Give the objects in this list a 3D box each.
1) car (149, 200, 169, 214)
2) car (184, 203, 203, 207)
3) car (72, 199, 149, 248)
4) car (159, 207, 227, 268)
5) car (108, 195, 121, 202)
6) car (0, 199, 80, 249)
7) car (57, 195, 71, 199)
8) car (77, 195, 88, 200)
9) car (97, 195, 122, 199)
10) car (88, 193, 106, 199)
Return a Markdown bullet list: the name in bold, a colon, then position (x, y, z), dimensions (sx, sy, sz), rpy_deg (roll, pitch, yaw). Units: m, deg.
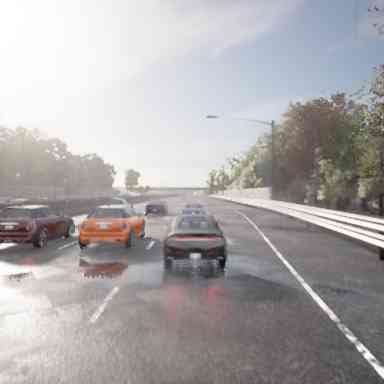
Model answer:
- **car**: position (-3.390, 1.493, 32.721), dimensions (1.882, 1.535, 5.008), rpy_deg (0, 0, 0)
- **car**: position (0.105, 1.557, 26.324), dimensions (2.033, 1.411, 5.357), rpy_deg (0, 0, 0)
- **car**: position (-3.400, 1.355, 14.920), dimensions (2.097, 1.767, 4.553), rpy_deg (0, 0, 0)
- **car**: position (0.095, 1.493, 11.278), dimensions (2.128, 1.511, 4.902), rpy_deg (0, 0, 0)
- **car**: position (-17.474, 1.481, 75.380), dimensions (1.994, 1.385, 4.181), rpy_deg (0, 0, 0)
- **car**: position (-6.898, 1.354, 14.721), dimensions (2.097, 1.767, 4.553), rpy_deg (0, 0, 0)
- **car**: position (-27.975, 1.537, 72.743), dimensions (1.837, 1.490, 4.892), rpy_deg (0, 0, 0)
- **car**: position (-24.474, 1.451, 74.966), dimensions (1.837, 1.490, 4.892), rpy_deg (0, 0, 0)
- **car**: position (-6.892, 1.365, 30.901), dimensions (2.097, 1.767, 4.553), rpy_deg (0, 0, 0)
- **car**: position (-20.974, 1.153, 75.351), dimensions (2.150, 2.045, 5.566), rpy_deg (0, 0, 0)
